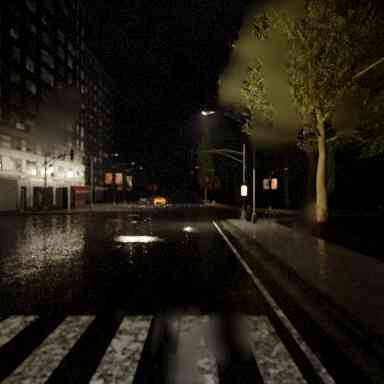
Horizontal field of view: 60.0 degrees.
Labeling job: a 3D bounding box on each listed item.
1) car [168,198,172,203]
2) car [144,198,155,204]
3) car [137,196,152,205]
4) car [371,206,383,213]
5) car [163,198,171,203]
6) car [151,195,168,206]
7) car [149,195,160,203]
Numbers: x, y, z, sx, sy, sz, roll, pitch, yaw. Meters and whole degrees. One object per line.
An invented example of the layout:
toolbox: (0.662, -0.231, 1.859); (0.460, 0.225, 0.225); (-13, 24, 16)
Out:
car: (-6.391, 2.063, 76.121); (2.033, 1.411, 5.357); (0, -1, 0)
car: (-9.642, 2.069, 75.659); (1.994, 1.385, 4.181); (0, -1, 0)
car: (-9.657, 1.953, 65.792); (1.994, 1.385, 4.181); (0, -1, 0)
car: (41.716, 3.850, 74.609); (1.837, 1.490, 4.892); (0, -3, 45)
car: (-6.376, 2.191, 86.324); (1.812, 1.442, 4.674); (0, -1, 0)
car: (-6.406, 1.870, 66.121); (1.882, 1.535, 5.008); (0, -1, 0)
car: (-9.627, 1.888, 86.065); (2.150, 2.045, 5.566); (0, -1, 0)
